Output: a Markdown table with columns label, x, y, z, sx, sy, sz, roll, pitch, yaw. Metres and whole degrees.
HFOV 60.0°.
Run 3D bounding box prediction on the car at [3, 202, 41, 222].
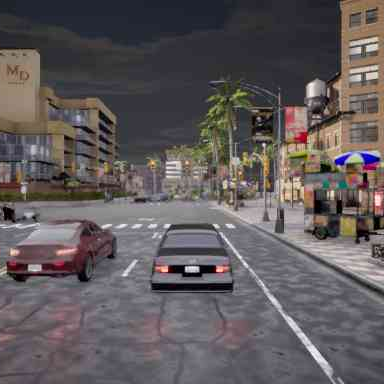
| label | x | y | z | sx | sy | sz | roll | pitch | yaw |
| --- | --- | --- | --- | --- | --- | --- | --- | --- | --- |
| car | -13.035 | 1.491 | 25.415 | 2.128 | 1.511 | 4.902 | 1 | 0 | -39 |

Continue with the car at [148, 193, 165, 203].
| label | x | y | z | sx | sy | sz | roll | pitch | yaw |
| --- | --- | --- | --- | --- | --- | --- | --- | --- | --- |
| car | -7.659 | 1.355 | 71.368 | 2.097 | 1.767 | 4.553 | 0 | 0 | -1 |

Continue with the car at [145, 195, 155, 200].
| label | x | y | z | sx | sy | sz | roll | pitch | yaw |
| --- | --- | --- | --- | --- | --- | --- | --- | --- | --- |
| car | -11.342 | 1.540 | 90.761 | 2.033 | 1.411 | 5.357 | 0 | 0 | -1 |

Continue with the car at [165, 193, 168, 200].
| label | x | y | z | sx | sy | sz | roll | pitch | yaw |
| --- | --- | --- | --- | --- | --- | --- | --- | --- | --- |
| car | -7.747 | 1.225 | 80.707 | 2.150 | 2.045 | 5.566 | 0 | 0 | -1 |

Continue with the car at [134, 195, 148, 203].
| label | x | y | z | sx | sy | sz | roll | pitch | yaw |
| --- | --- | --- | --- | --- | --- | --- | --- | --- | --- |
| car | -11.159 | 1.595 | 71.320 | 1.895 | 1.301 | 4.718 | 0 | 0 | -1 |

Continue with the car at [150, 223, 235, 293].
| label | x | y | z | sx | sy | sz | roll | pitch | yaw |
| --- | --- | --- | --- | --- | --- | --- | --- | --- | --- |
| car | -0.004 | 1.547 | 8.970 | 2.033 | 1.411 | 5.357 | 0 | 0 | 0 |

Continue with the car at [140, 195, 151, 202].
| label | x | y | z | sx | sy | sz | roll | pitch | yaw |
| --- | --- | --- | --- | --- | --- | --- | --- | --- | --- |
| car | -11.244 | 1.478 | 80.463 | 1.882 | 1.535 | 5.008 | 0 | 0 | -1 |

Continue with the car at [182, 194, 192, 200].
| label | x | y | z | sx | sy | sz | roll | pitch | yaw |
| --- | --- | --- | --- | --- | --- | --- | --- | --- | --- |
| car | -0.925 | 1.525 | 95.377 | 2.128 | 1.511 | 4.902 | 0 | 0 | -4 |

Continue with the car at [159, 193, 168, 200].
| label | x | y | z | sx | sy | sz | roll | pitch | yaw |
| --- | --- | --- | --- | --- | --- | --- | --- | --- | --- |
| car | -7.853 | 1.225 | 91.456 | 2.150 | 2.045 | 5.566 | 0 | 0 | -1 |

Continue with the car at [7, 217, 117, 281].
| label | x | y | z | sx | sy | sz | roll | pitch | yaw |
| --- | --- | --- | --- | --- | --- | --- | --- | --- | --- |
| car | -3.510 | 1.526 | 9.709 | 1.812 | 1.442 | 4.674 | 0 | 0 | 0 |
